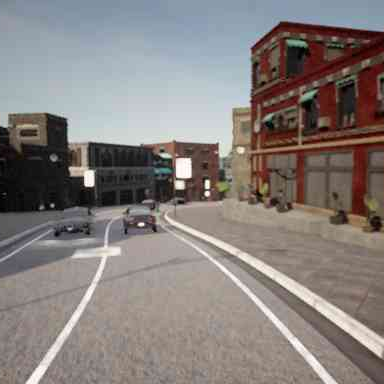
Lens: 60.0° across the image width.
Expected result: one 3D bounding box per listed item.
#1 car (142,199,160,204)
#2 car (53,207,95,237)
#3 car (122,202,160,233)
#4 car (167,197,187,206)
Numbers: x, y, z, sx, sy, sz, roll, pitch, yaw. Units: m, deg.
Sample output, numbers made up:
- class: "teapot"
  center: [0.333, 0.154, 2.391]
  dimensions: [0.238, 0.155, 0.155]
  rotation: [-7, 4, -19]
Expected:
- class: "car"
  center: [-5.051, 1.641, 40.150]
  dimensions: [1.882, 1.535, 5.008]
  rotation: [0, 0, 4]
- class: "car"
  center: [-6.663, 1.641, 19.179]
  dimensions: [1.837, 1.490, 4.892]
  rotation: [-2, 0, -12]
- class: "car"
  center: [-3.186, 1.576, 19.989]
  dimensions: [1.812, 1.442, 4.674]
  rotation: [-1, 0, -12]
- class: "car"
  center: [-2.769, 1.665, 60.698]
  dimensions: [1.882, 1.535, 5.008]
  rotation: [2, 1, 28]
